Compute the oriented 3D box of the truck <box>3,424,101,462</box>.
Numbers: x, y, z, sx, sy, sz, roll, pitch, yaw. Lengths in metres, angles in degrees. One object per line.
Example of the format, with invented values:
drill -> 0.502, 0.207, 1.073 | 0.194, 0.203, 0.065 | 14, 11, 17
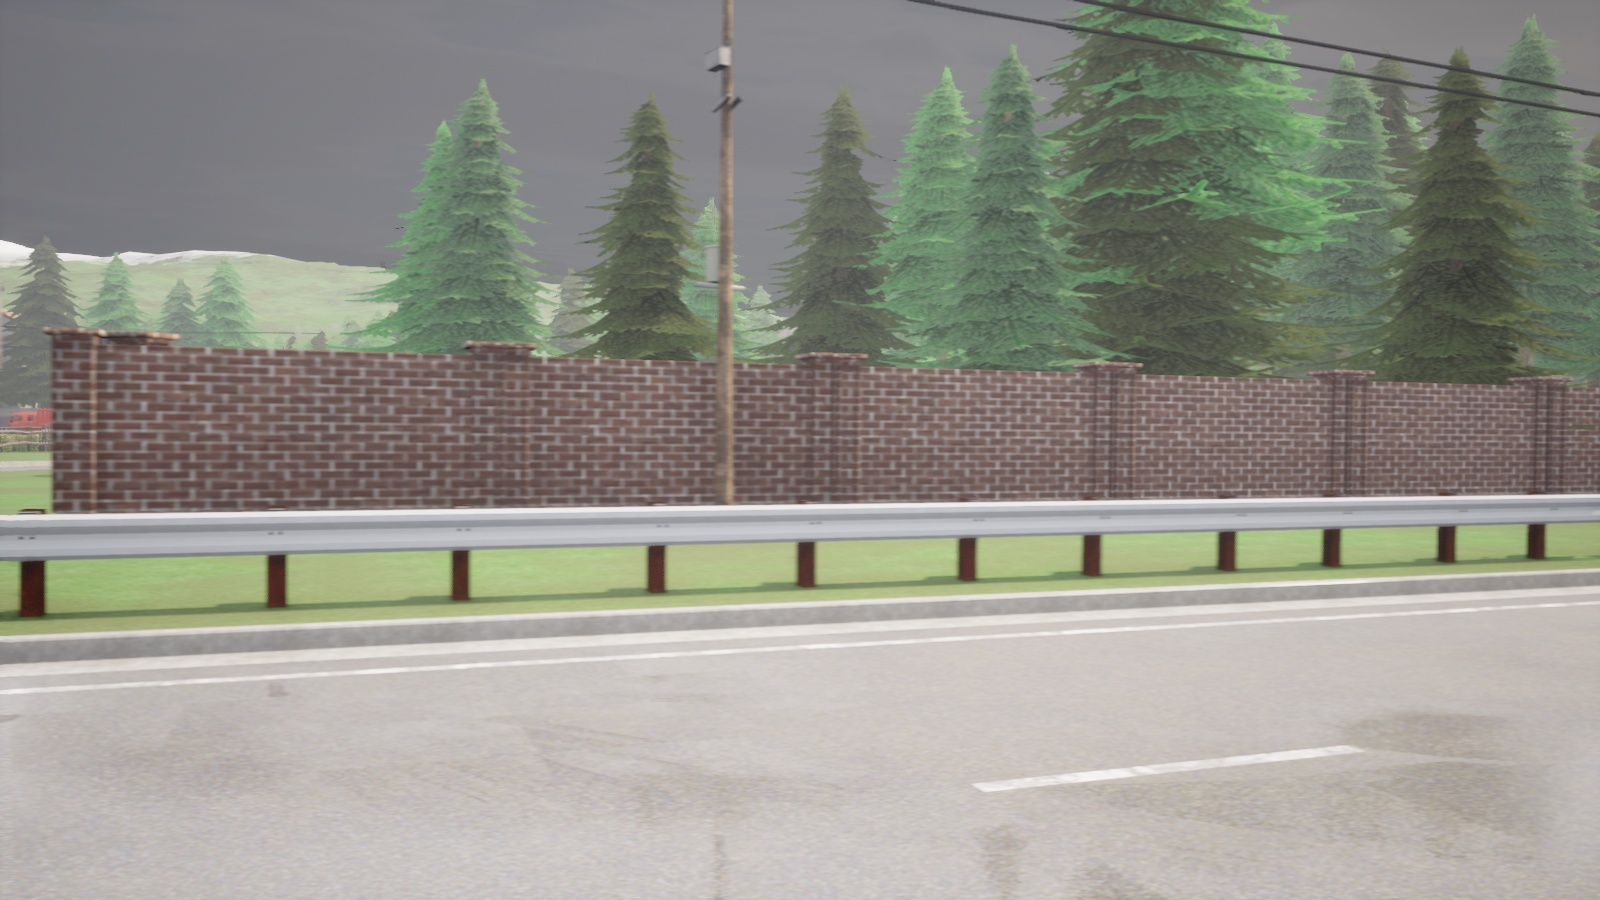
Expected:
truck -> -49.733, -0.494, 83.637 | 5.204, 2.467, 2.627 | -1, 1, -21
